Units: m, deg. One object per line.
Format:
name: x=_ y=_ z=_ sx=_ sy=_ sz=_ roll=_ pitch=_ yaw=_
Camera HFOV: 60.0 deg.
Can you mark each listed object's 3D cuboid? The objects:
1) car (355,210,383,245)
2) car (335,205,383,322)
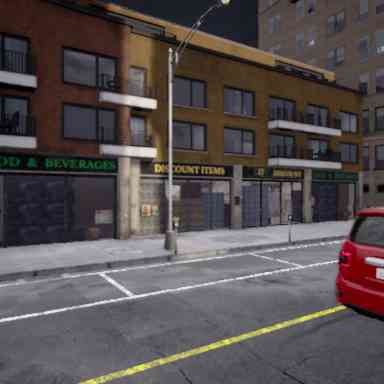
car: x=9.779 y=1.579 z=15.502 sx=4.313 sy=1.339 sz=1.947 roll=0 pitch=0 yaw=-32
car: x=4.987 y=1.229 z=6.042 sx=5.566 sy=2.045 sz=2.150 roll=0 pitch=0 yaw=-32
